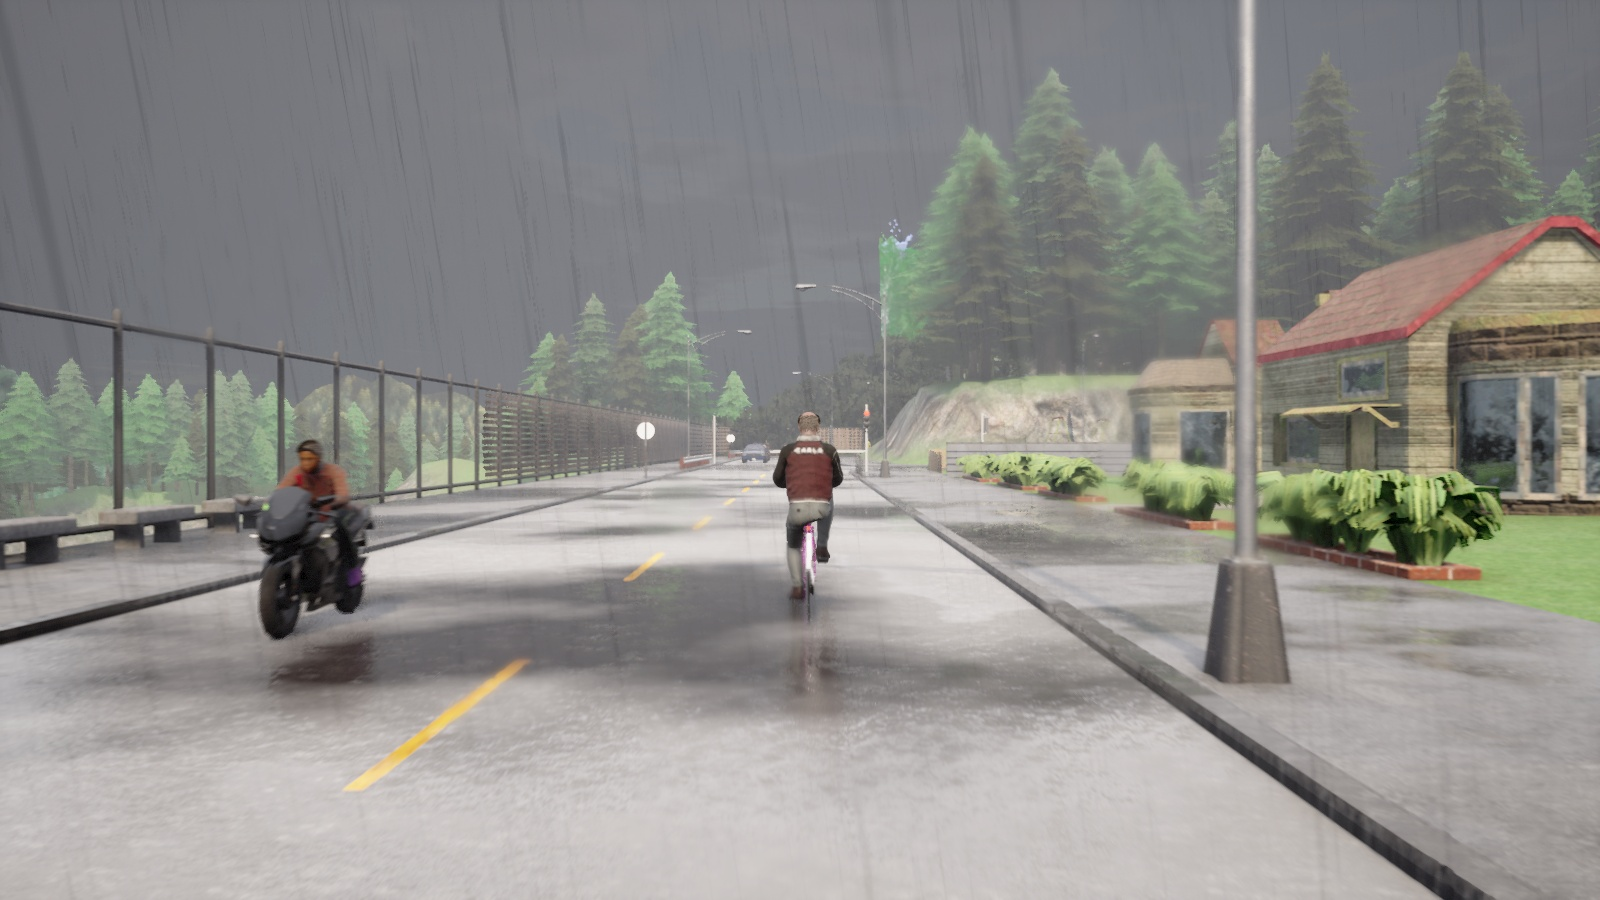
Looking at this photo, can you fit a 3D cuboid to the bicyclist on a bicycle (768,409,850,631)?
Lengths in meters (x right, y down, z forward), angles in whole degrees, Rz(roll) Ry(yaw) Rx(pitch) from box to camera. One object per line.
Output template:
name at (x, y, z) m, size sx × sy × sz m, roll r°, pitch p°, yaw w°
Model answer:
bicyclist on a bicycle at (0.078, 0.555, 10.967) m, size 0.659 × 1.776 × 1.843 m, roll 0°, pitch 1°, yaw 0°

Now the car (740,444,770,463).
car at (-3.385, 0.259, 94.518) m, size 2.033 × 1.411 × 5.357 m, roll 0°, pitch 0°, yaw 0°

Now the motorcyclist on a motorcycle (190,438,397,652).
motorcyclist on a motorcycle at (-3.928, 0.669, 9.948) m, size 0.797 × 1.523 × 2.044 m, roll 0°, pitch 0°, yaw 0°
